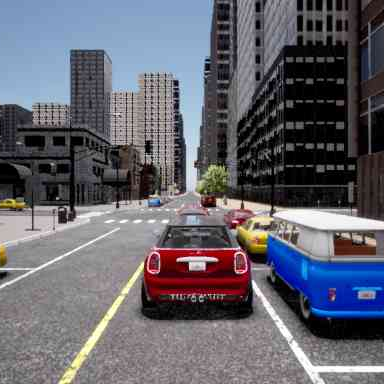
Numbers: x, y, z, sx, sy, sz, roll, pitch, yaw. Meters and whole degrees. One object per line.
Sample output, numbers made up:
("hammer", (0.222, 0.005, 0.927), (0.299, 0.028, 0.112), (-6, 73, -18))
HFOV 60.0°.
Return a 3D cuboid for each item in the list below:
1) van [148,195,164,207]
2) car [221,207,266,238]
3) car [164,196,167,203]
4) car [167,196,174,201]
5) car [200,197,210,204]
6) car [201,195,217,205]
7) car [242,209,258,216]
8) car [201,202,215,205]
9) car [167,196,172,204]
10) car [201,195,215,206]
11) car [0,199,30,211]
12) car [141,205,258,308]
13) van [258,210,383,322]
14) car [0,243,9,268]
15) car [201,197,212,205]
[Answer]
("van", (-5.734, 1.395, 50.658), (1.690, 1.788, 3.998), (0, 0, 0))
("car", (2.673, 1.587, 18.279), (1.802, 1.307, 4.206), (0, 0, 0))
("car", (-5.739, 1.505, 56.181), (1.967, 1.590, 4.097), (0, 0, 0))
("car", (-5.765, 1.673, 89.155), (1.752, 1.417, 4.829), (0, 0, 0))
("car", (2.633, 1.655, 67.239), (1.947, 1.339, 4.313), (0, 0, 0))
("car", (2.645, 1.369, 50.667), (2.192, 1.841, 5.009), (0, 0, 0))
("car", (2.677, 1.527, 12.786), (1.752, 1.417, 4.829), (0, 0, 0))
("car", (0.086, 1.482, 17.299), (1.882, 1.535, 5.008), (0, 0, 0))
("car", (-5.748, 1.529, 67.231), (1.967, 1.590, 4.097), (0, 0, 0))
("car", (2.641, 1.380, 56.191), (2.192, 1.841, 5.009), (0, 0, 0))
("car", (-21.440, 1.469, 38.476), (4.829, 1.417, 1.752), (0, 0, 0))
("car", (0.093, 1.352, 8.093), (2.097, 1.767, 4.553), (0, 0, 0))
("van", (2.682, 1.341, 6.952), (1.690, 1.788, 3.998), (0, 0, 0))
("car", (-5.698, 1.525, 6.775), (1.752, 1.417, 4.829), (0, 0, 0))
("car", (2.637, 1.621, 61.715), (1.887, 1.381, 4.507), (0, 0, 0))
